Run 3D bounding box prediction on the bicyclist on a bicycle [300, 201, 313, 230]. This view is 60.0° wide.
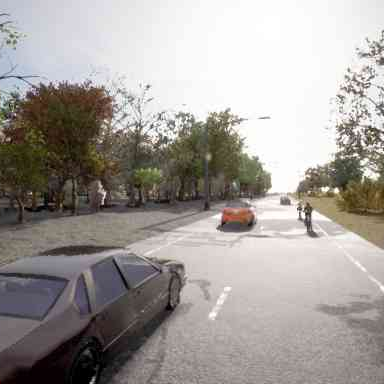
[{"bbox_3d":[6.842,1.458,19.575,0.582,1.620,1.656,0,0,15],"label":"bicyclist on a bicycle"}]

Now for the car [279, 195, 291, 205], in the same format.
[{"bbox_3d":[17.248,1.566,61.418,2.033,1.411,5.357,0,0,15],"label":"car"}]

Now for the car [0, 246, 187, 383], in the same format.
[{"bbox_3d":[-1.623,1.548,4.983,2.033,1.411,5.357,0,0,15],"label":"car"}]

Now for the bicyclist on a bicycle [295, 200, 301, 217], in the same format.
[{"bbox_3d":[9.382,1.445,28.908,0.866,1.612,1.509,0,0,15],"label":"bicyclist on a bicycle"}]

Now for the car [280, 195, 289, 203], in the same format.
[{"bbox_3d":[19.886,1.523,71.573,1.837,1.490,4.892,0,0,15],"label":"car"}]

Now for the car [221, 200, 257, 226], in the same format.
[{"bbox_3d":[3.456,1.357,23.783,2.097,1.767,4.553,0,0,15],"label":"car"}]
